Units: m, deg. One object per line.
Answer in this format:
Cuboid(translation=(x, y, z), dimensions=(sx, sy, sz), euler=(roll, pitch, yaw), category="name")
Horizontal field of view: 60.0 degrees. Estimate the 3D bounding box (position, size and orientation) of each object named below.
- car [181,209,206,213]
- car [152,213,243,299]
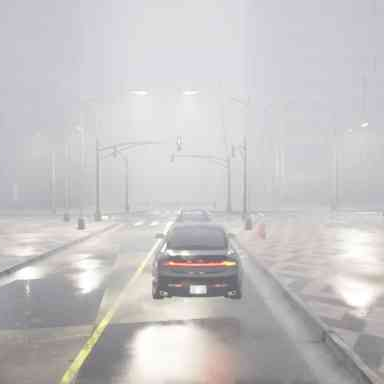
Cuboid(translation=(0.059, 1.556, 17.294), dimensions=(1.994, 1.385, 4.181), euler=(0, 0, 1), category="car")
Cuboid(translation=(0.100, 1.502, 8.391), dimensions=(1.837, 1.490, 4.892), euler=(0, 0, 0), category="car")
